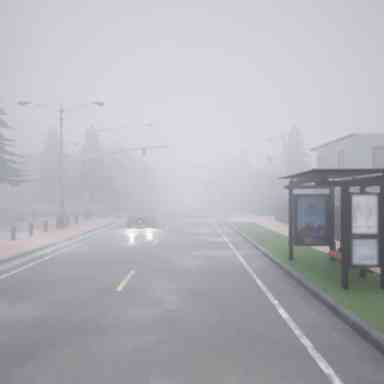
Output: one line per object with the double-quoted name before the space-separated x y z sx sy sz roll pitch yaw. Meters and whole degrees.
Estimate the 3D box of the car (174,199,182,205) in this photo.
"car" -3.513 2.482 83.233 1.994 1.385 4.181 0 -1 0

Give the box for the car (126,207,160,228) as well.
"car" -3.521 1.841 24.577 1.994 1.385 4.181 0 -1 0
